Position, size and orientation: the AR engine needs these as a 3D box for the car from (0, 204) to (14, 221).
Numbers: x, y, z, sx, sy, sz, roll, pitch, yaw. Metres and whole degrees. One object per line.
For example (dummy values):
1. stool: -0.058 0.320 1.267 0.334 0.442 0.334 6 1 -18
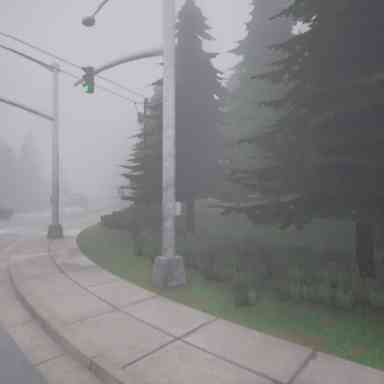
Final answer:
1. car: -14.976 1.571 24.239 1.895 1.301 4.718 0 0 -5

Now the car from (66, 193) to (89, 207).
1. car: -16.898 1.170 49.259 2.150 2.045 5.566 0 0 -4
